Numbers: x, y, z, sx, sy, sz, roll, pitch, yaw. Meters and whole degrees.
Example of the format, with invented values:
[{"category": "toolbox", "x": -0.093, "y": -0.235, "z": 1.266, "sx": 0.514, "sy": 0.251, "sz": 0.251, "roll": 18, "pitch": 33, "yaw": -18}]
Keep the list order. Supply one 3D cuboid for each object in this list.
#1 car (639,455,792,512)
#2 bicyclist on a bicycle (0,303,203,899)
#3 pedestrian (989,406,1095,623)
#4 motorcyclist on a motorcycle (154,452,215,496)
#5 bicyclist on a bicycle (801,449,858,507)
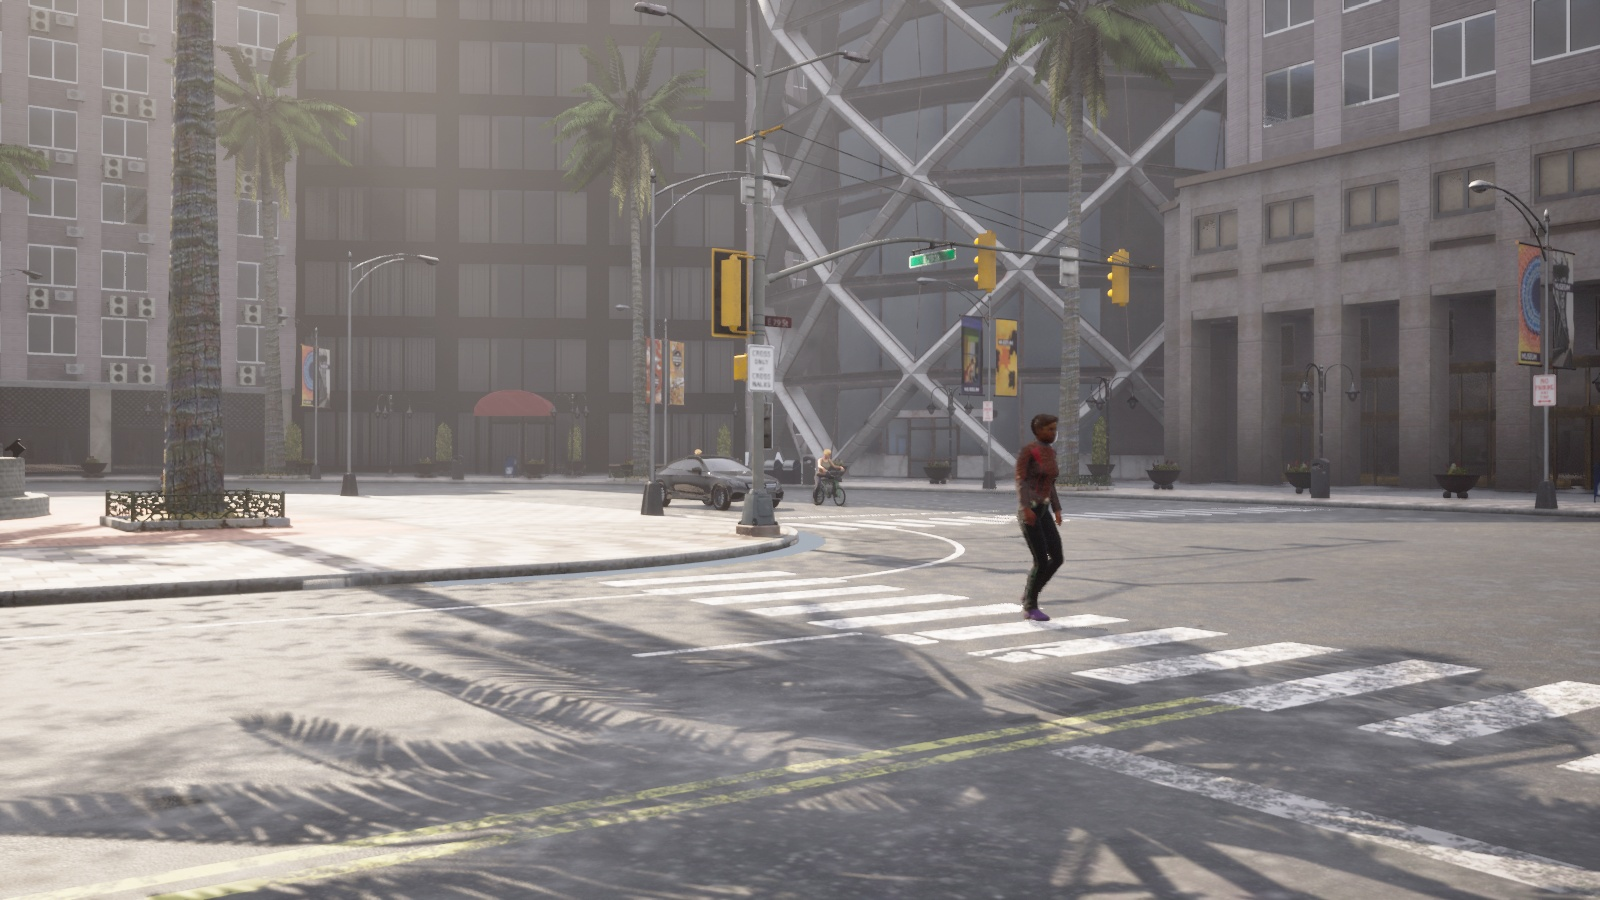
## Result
[{"category": "car", "x": -2.386, "y": 0.869, "z": 34.337, "sx": 1.812, "sy": 1.442, "sz": 4.674, "roll": 0, "pitch": 0, "yaw": -39}, {"category": "bicyclist on a bicycle", "x": -2.115, "y": 0.625, "z": 2.203, "sx": 1.843, "sy": 1.776, "sz": 0.659, "roll": 0, "pitch": 0, "yaw": -35}, {"category": "pedestrian", "x": 2.084, "y": 0.536, "z": 10.849, "sx": 0.328, "sy": 1.805, "sz": 0.869, "roll": 0, "pitch": 0, "yaw": -44}, {"category": "motorcyclist on a motorcycle", "x": -22.523, "y": 0.863, "z": 45.947, "sx": 1.817, "sy": 1.590, "sz": 0.866, "roll": 0, "pitch": 0, "yaw": 6}, {"category": "bicyclist on a bicycle", "x": 0.827, "y": 0.779, "z": 35.823, "sx": 0.866, "sy": 1.612, "sz": 1.509, "roll": 0, "pitch": 0, "yaw": -37}]
